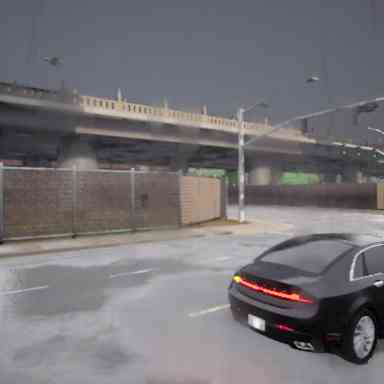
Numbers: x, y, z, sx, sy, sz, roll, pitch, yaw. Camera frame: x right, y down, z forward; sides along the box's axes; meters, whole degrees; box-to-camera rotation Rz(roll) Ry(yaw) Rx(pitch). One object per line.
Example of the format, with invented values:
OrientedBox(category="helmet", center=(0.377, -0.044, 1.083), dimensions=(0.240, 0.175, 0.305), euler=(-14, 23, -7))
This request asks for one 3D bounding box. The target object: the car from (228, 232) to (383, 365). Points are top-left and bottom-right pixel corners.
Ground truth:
OrientedBox(category="car", center=(2.845, 1.479, 5.822), dimensions=(4.892, 1.490, 1.837), euler=(0, 0, -35))
